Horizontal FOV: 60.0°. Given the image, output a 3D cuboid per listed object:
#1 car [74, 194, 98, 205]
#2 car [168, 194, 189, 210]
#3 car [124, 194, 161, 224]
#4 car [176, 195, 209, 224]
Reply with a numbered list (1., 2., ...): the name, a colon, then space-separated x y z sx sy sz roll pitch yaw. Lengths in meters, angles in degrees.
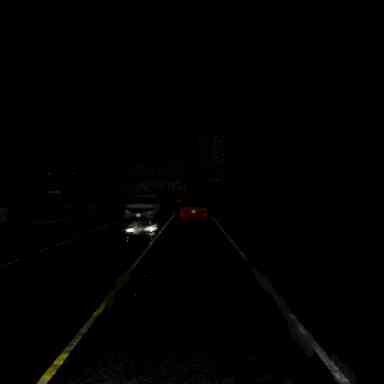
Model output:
1. car: -20.210 1.394 62.958 5.566 2.045 2.150 0 -1 35
2. car: -1.564 1.215 42.745 2.150 2.045 5.566 0 0 -14
3. car: -3.633 1.210 25.286 2.150 2.045 5.566 0 0 0
4. car: 0.095 1.343 24.725 2.097 1.767 4.553 0 0 0
